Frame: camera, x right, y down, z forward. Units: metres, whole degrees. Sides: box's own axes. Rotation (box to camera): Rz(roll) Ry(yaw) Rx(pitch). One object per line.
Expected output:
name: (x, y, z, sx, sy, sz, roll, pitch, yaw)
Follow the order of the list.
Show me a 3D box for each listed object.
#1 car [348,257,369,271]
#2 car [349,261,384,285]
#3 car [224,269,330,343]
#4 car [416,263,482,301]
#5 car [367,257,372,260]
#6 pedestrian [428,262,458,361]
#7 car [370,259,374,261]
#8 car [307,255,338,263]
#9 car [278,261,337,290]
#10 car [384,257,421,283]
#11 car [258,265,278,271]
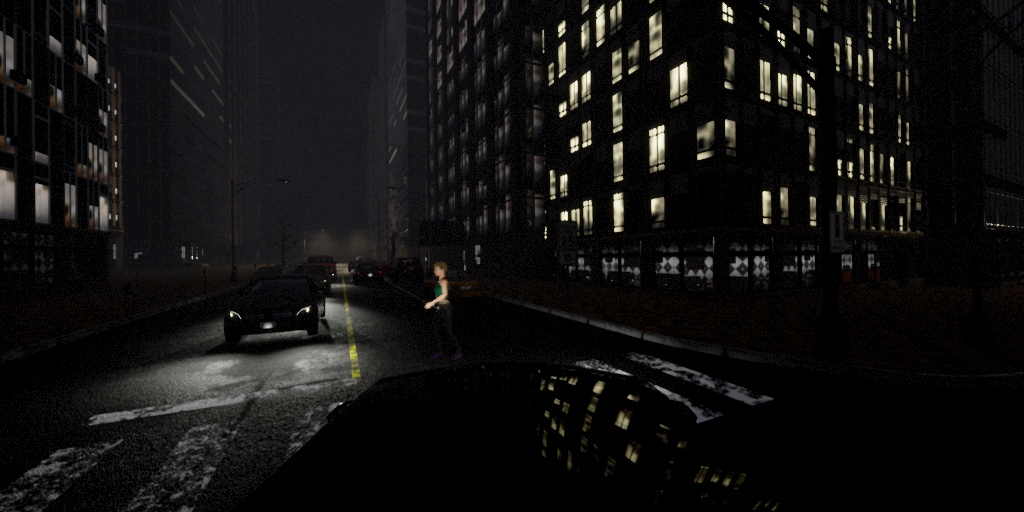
car: (-19.847, 1.244, 45.609, 2.033, 1.411, 5.357, -1, 0, -26)
car: (-10.504, 1.263, 26.124, 1.994, 1.385, 4.181, -1, 0, -26)
car: (-6.316, 1.256, 9.990, 1.812, 1.442, 4.674, -1, 0, -24)
car: (-2.796, 1.196, 15.988, 1.751, 1.417, 4.829, 0, 0, -26)
car: (-22.573, 1.211, 57.295, 1.888, 1.381, 4.507, 0, 0, -26)
pedestrian: (-1.282, 0.991, 6.653, 0.375, 1.860, 0.375, 0, 0, -26)
car: (-15.252, 1.252, 42.036, 1.802, 1.307, 4.207, 0, 0, -26)
car: (-15.178, 0.953, 28.500, 2.150, 2.045, 5.566, -1, 0, -25)
car: (-10.600, 1.223, 18.934, 2.128, 1.511, 4.902, -1, 0, -26)
car: (-7.931, 0.986, 26.777, 2.192, 1.841, 5.009, 0, 0, -26)
car: (-15.467, 1.325, 23.114, 1.948, 1.339, 4.313, 0, 0, -26)
